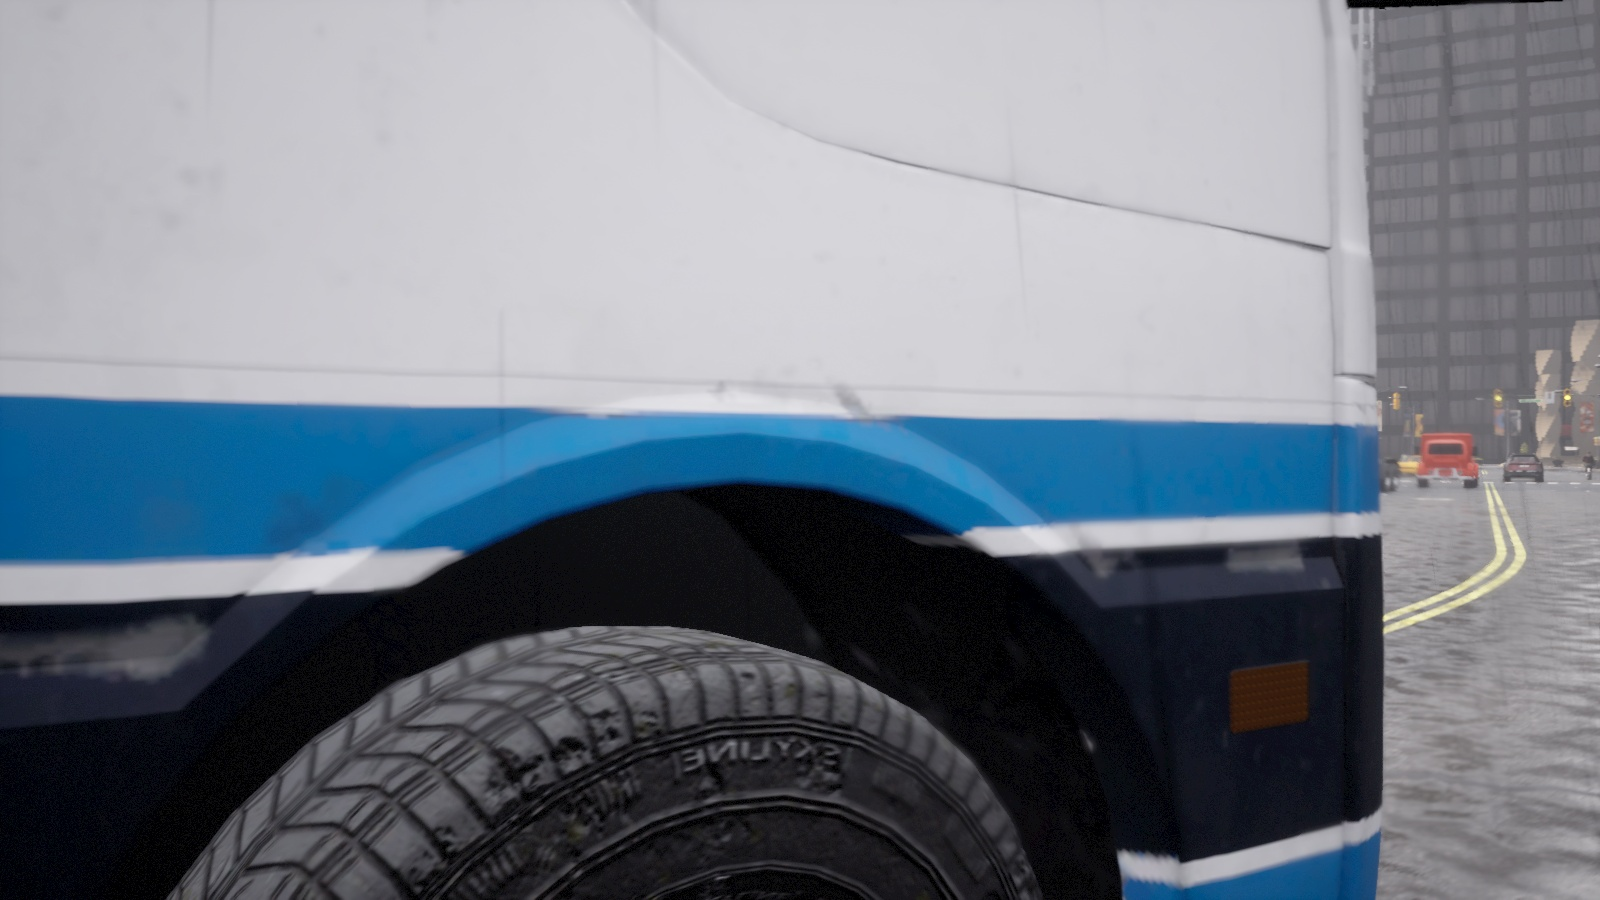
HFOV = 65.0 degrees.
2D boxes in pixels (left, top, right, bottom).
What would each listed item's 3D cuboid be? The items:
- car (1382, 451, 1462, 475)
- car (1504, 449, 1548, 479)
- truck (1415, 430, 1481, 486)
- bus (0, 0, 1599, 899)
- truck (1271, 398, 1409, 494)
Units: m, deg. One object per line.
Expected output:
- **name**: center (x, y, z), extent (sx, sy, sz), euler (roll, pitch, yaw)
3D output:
- **car**: center (41.479, 0.839, 83.906), extent (1.801, 1.575, 5.366), euler (0, 0, -13)
- **car**: center (41.219, 0.792, 71.394), extent (2.033, 1.649, 4.856), euler (0, 0, 28)
- **truck**: center (30.196, 0.356, 58.426), extent (2.627, 2.467, 5.204), euler (0, 0, 29)
- **bus**: center (-3.471, -0.618, 1.179), extent (10.273, 4.253, 3.944), euler (0, 0, -31)
- **truck**: center (21.411, -0.137, 49.522), extent (2.891, 3.462, 7.936), euler (0, 0, 39)
